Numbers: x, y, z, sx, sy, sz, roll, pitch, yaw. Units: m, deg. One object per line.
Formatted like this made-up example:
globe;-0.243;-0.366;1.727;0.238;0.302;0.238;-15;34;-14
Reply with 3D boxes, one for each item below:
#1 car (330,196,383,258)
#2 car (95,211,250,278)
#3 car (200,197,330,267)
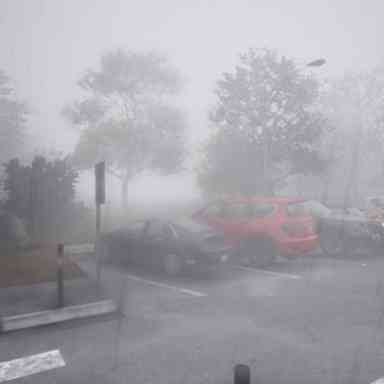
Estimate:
car;4.127;1.236;13.198;5.566;2.045;2.435;-1;-1;40
car;-1.028;1.493;10.204;4.892;1.521;2.231;-1;-1;39
car;1.507;1.239;11.732;5.566;2.045;2.435;-1;-1;40
